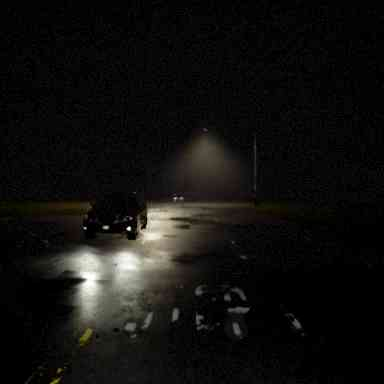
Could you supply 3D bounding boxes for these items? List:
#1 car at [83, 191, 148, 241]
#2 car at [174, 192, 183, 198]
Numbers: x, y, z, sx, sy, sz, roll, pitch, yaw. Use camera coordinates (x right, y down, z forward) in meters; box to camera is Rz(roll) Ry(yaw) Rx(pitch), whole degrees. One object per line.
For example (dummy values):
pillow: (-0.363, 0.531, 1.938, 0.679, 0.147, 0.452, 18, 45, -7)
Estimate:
car: (-3.490, 1.016, 16.261, 2.150, 2.045, 5.566, 1, 1, 0)
car: (-3.360, 0.678, 82.677, 1.837, 1.490, 4.892, 0, 1, 4)
